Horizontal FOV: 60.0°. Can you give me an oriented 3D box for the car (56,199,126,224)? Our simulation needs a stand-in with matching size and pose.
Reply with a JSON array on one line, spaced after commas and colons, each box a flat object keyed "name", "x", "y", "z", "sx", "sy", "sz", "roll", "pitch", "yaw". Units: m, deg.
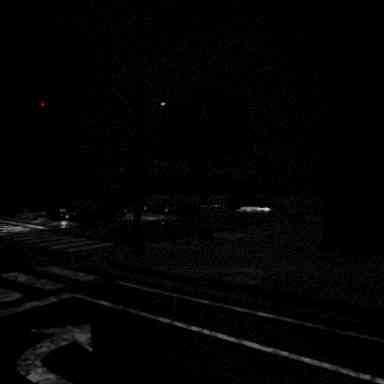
[{"name": "car", "x": -7.133, "y": 1.449, "z": 24.820, "sx": 2.128, "sy": 1.511, "sz": 4.902, "roll": 2, "pitch": 1, "yaw": 36}]

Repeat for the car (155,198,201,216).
[{"name": "car", "x": -0.977, "y": 1.499, "z": 33.392, "sx": 2.128, "sy": 1.511, "sz": 4.902, "roll": 2, "pitch": 1, "yaw": 36}]

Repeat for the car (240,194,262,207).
[{"name": "car", "x": 9.513, "y": 1.273, "z": 53.438, "sx": 2.150, "sy": 2.045, "sz": 5.566, "roll": 2, "pitch": 0, "yaw": 36}]

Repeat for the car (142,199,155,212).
[{"name": "car", "x": -3.292, "y": 1.403, "z": 35.738, "sx": 2.128, "sy": 1.511, "sz": 4.902, "roll": 2, "pitch": 1, "yaw": 36}]

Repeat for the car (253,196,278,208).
[{"name": "car", "x": 11.563, "y": 1.705, "z": 50.765, "sx": 1.994, "sy": 1.385, "sz": 4.181, "roll": 2, "pitch": 1, "yaw": 36}]

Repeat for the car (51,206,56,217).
[{"name": "car", "x": -9.135, "y": 1.341, "z": 27.597, "sx": 1.882, "sy": 1.535, "sz": 5.008, "roll": 2, "pitch": 1, "yaw": 36}]
